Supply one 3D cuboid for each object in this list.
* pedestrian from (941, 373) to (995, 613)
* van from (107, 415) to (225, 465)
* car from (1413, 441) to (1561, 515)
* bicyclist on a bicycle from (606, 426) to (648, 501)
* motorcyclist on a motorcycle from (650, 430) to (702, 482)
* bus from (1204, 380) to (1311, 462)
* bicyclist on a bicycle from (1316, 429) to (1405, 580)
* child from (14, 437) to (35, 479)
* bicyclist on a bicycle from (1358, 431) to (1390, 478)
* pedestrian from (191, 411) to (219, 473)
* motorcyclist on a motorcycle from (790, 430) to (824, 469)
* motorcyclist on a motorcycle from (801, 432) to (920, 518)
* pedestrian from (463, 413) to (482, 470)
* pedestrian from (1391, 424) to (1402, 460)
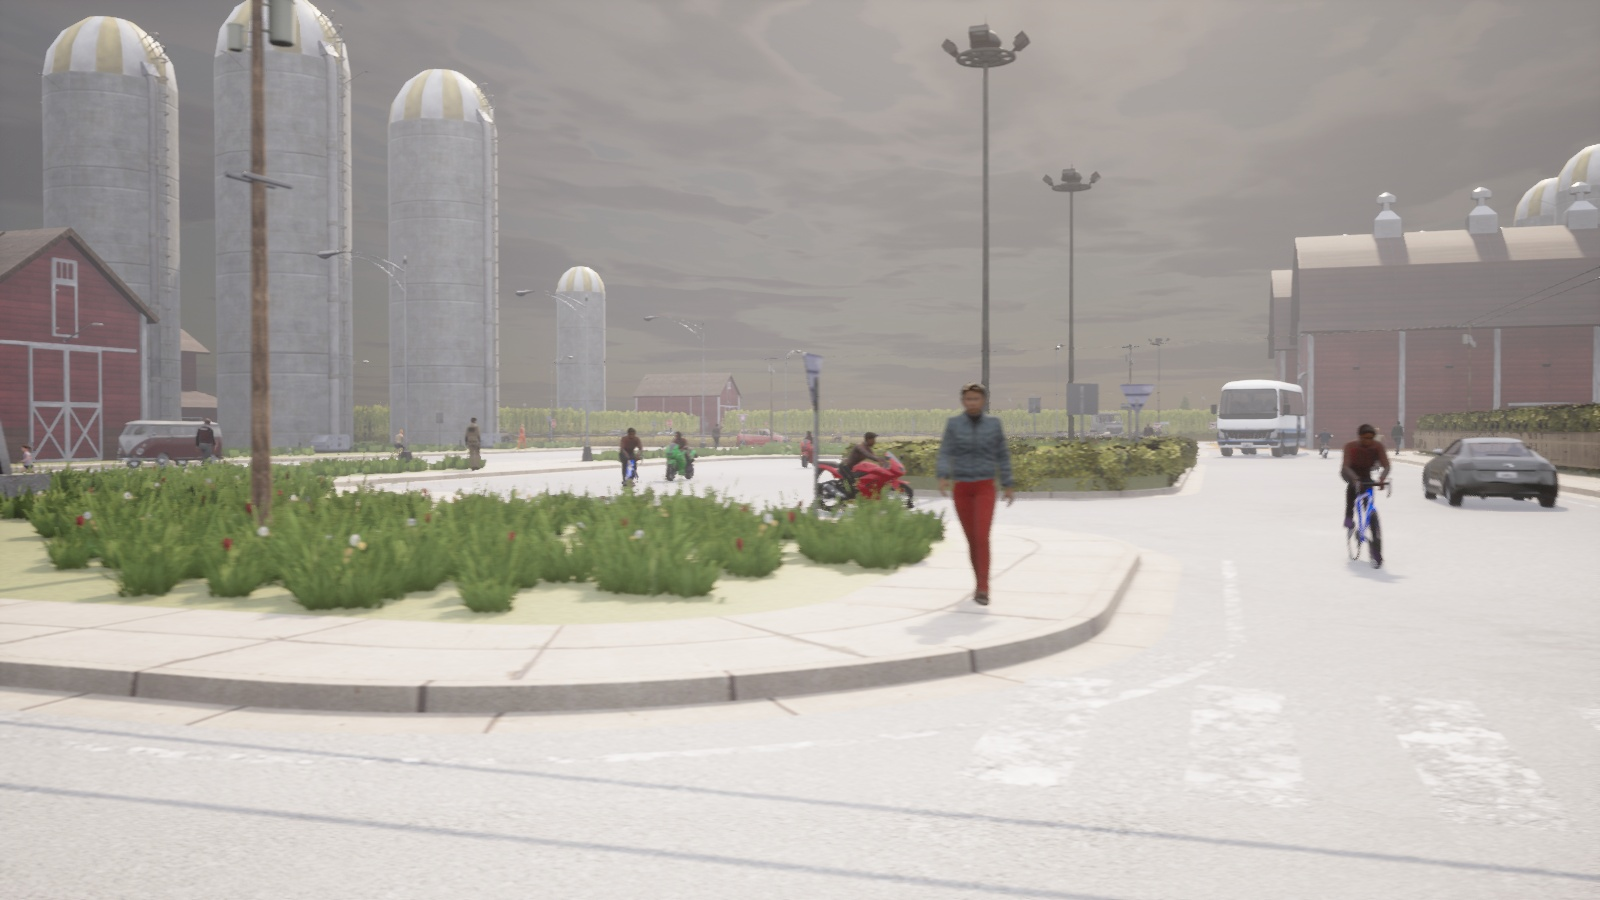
[{"bbox_3d":[1.345,0.323,9.997,0.353,1.847,0.614,1,1,13],"label":"pedestrian"},{"bbox_3d":[-26.299,-0.420,52.245,1.775,1.987,4.442,1,1,18],"label":"van"},{"bbox_3d":[14.362,0.527,26.493,1.994,1.385,4.181,1,1,18],"label":"car"},{"bbox_3d":[-3.948,0.287,28.518,0.582,1.620,1.656,1,1,-20],"label":"bicyclist on a bicycle"},{"bbox_3d":[-3.725,0.163,37.889,0.797,1.523,2.044,1,1,18],"label":"motorcyclist on a motorcycle"},{"bbox_3d":[25.991,-1.585,70.941,3.944,4.253,10.273,1,1,30],"label":"bus"},{"bbox_3d":[6.384,0.575,14.360,0.582,1.620,1.656,0,1,12],"label":"bicyclist on a bicycle"},{"bbox_3d":[-20.428,0.209,33.070,0.255,1.110,0.394,1,1,34],"label":"child"},{"bbox_3d":[20.267,0.136,44.355,0.866,1.612,1.509,1,1,19],"label":"bicyclist on a bicycle"},{"bbox_3d":[-17.991,-0.239,37.990,0.376,1.854,0.720,1,1,16],"label":"pedestrian"},{"bbox_3d":[0.293,-0.020,50.280,0.797,1.523,2.044,1,1,18],"label":"motorcyclist on a motorcycle"},{"bbox_3d":[1.110,0.431,23.186,2.044,1.523,0.797,1,1,29],"label":"motorcyclist on a motorcycle"},{"bbox_3d":[-11.206,-0.290,42.957,0.396,1.930,0.692,0,1,7],"label":"pedestrian"},{"bbox_3d":[30.854,-0.430,64.967,0.353,1.847,0.614,1,1,41],"label":"pedestrian"}]
